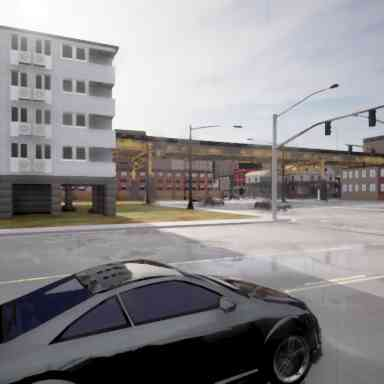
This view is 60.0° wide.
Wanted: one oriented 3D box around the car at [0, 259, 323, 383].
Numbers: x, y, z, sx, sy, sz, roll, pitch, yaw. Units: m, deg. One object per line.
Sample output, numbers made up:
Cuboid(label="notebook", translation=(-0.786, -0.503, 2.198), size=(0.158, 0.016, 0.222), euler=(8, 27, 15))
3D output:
Cuboid(label="car", translation=(-0.414, 1.563, 4.030), size=(4.181, 1.385, 1.994), euler=(0, 0, -30))

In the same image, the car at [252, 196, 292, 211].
Cuboid(label="car", translation=(9.631, 1.539, 40.144), size=(2.033, 1.411, 5.357), euler=(0, 0, -25))

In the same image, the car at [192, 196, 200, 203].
Cuboid(label="car", translation=(0.894, 1.538, 68.946), size=(2.033, 1.411, 5.357), euler=(0, 0, 10))

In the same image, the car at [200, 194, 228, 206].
Cuboid(label="car", translation=(3.514, 1.517, 53.256), size=(1.812, 1.442, 4.674), euler=(0, 0, -23))
